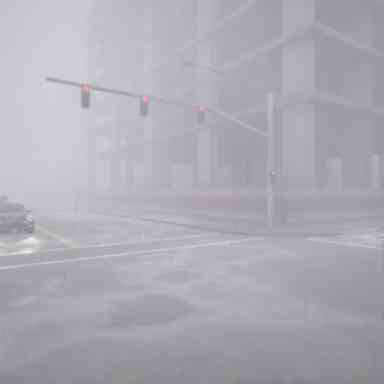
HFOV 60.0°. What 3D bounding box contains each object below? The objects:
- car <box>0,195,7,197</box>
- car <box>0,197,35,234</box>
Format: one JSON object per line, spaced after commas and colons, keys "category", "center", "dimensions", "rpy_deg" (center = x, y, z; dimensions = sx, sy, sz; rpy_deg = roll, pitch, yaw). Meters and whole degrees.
{"category": "car", "center": [-15.778, 1.264, 26.692], "dimensions": [2.150, 2.045, 5.566], "rpy_deg": [0, 0, -35]}
{"category": "car", "center": [-10.298, 1.390, 18.730], "dimensions": [2.097, 1.767, 4.553], "rpy_deg": [0, 0, -35]}
